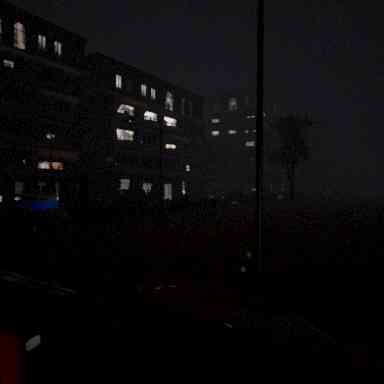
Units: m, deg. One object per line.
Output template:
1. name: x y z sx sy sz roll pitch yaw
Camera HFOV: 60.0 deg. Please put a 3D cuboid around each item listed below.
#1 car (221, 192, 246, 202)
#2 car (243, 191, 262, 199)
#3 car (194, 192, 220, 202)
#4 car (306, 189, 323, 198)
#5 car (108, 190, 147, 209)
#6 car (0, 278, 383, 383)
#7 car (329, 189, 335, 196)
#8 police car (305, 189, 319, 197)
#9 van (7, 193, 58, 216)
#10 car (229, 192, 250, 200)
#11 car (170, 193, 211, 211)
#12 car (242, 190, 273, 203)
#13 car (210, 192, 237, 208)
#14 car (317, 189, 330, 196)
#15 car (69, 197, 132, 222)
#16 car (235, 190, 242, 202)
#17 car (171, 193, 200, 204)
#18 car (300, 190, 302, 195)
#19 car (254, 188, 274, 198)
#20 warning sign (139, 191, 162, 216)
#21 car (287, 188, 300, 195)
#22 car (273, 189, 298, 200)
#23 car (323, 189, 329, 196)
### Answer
1. car: 6.693 0.712 53.003 1.837 1.490 4.892 1 1 35
2. car: 11.801 0.509 64.985 1.752 1.417 4.829 2 2 35
3. car: 2.346 0.791 51.419 2.008 1.369 4.403 2 2 35
4. car: 25.142 0.433 69.472 2.008 1.369 4.403 2 2 35
5. car: -6.878 0.795 33.668 2.150 2.045 5.566 1 1 35
6. car: -0.360 1.543 3.129 4.507 1.381 1.887 0 1 36
7. car: 34.695 0.066 83.175 1.967 1.590 4.097 2 2 35
8. police car: 27.690 0.177 76.653 1.930 1.638 5.238 0 1 32
9. van: -13.573 1.019 28.569 1.690 1.788 3.998 2 2 35
10. car: 8.714 0.633 60.557 1.947 1.339 4.313 2 2 35
11. car: -0.333 1.121 32.920 1.887 1.381 4.507 2 2 35
12. car: 9.221 0.865 46.627 2.008 1.369 4.403 2 2 35
13. car: 2.852 1.039 37.489 2.008 1.369 4.403 2 2 35
14. car: 33.622 0.055 84.822 1.801 1.575 5.366 1 1 35
15. car: -6.700 1.318 23.784 1.947 1.339 4.313 2 2 35
16. car: 7.475 0.631 48.759 2.097 1.767 4.553 1 1 35
17. car: -0.838 0.893 46.850 1.947 1.339 4.313 2 2 35
18. car: 27.819 0.097 87.969 1.887 1.381 4.507 2 2 35
19. car: 15.086 0.210 69.688 2.192 1.841 5.009 2 2 35
20. warning sign: -3.080 0.841 24.859 1.300 1.860 1.060 0 0 35
21. car: 24.638 -0.047 83.394 2.192 1.841 5.009 2 2 35
22. car: 15.687 0.663 55.904 1.752 1.417 4.829 2 2 35
23. car: 28.326 0.348 74.039 2.008 1.369 4.403 2 2 35
